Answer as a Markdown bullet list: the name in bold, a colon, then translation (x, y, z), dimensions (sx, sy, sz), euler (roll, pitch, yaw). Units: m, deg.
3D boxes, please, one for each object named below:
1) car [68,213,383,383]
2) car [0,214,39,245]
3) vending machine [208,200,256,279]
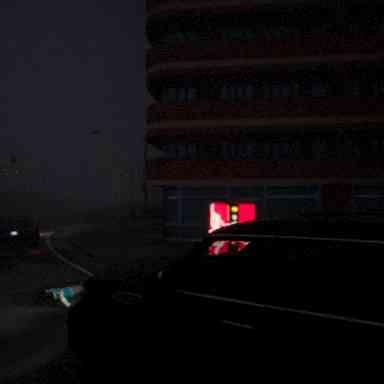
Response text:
- **car**: translation (1.071, 1.247, 3.372), dimensions (5.566, 2.045, 2.150), euler (-2, -1, 37)
- **car**: translation (-8.557, 1.781, 16.202), dimensions (1.994, 1.385, 4.181), euler (0, -1, -26)
- **vending machine**: translation (1.162, 1.291, 9.650), dimensions (1.100, 2.100, 0.880), euler (0, -1, -43)
